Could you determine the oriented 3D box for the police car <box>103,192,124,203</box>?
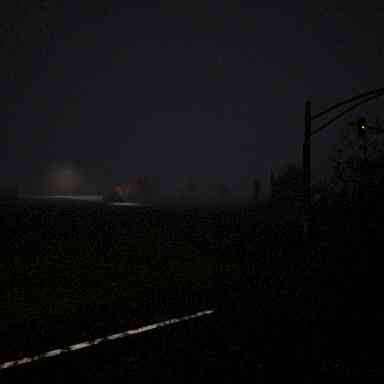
[{"bbox_3d":[-11.734,0.821,49.841,2.038,1.542,4.974,1,0,-32],"label":"police car"}]
